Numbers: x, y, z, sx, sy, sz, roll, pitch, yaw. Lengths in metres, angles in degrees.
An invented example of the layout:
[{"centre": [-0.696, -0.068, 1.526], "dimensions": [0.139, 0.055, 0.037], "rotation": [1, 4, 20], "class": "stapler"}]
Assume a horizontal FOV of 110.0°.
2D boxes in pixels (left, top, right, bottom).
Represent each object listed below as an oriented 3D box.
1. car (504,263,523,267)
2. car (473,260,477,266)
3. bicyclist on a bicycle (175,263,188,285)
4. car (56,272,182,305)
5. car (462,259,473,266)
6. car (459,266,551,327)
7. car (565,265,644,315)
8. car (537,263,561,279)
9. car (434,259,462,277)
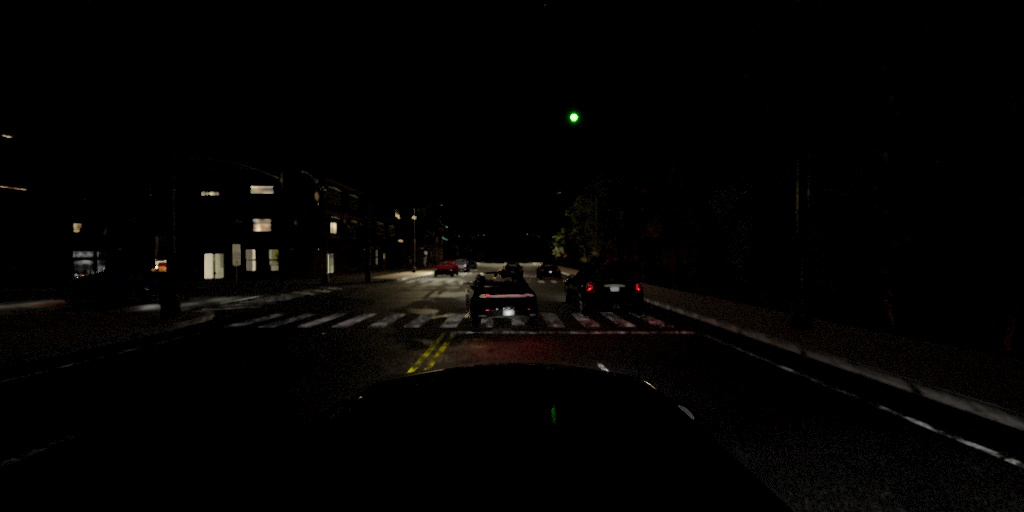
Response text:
[{"centre": [0.083, 1.355, 33.125], "dimensions": [1.994, 1.385, 4.181], "rotation": [0, 0, 0], "class": "car"}, {"centre": [-6.587, 1.373, 56.980], "dimensions": [2.033, 1.411, 5.357], "rotation": [0, 0, 0], "class": "car"}, {"centre": [-24.963, 1.378, 26.761], "dimensions": [0.582, 1.620, 1.656], "rotation": [-1, 1, -1], "class": "bicyclist on a bicycle"}, {"centre": [-19.727, 1.549, 18.141], "dimensions": [5.008, 1.535, 1.882], "rotation": [-1, 1, 0], "class": "car"}, {"centre": [-6.631, 1.162, 46.352], "dimensions": [2.097, 1.767, 4.553], "rotation": [0, 0, 0], "class": "car"}, {"centre": [-0.499, 1.255, 11.662], "dimensions": [2.128, 1.511, 4.902], "rotation": [0, 0, -10], "class": "car"}, {"centre": [3.355, 1.116, 13.818], "dimensions": [2.097, 1.767, 4.553], "rotation": [0, 0, 0], "class": "car"}, {"centre": [3.333, 1.355, 33.151], "dimensions": [1.994, 1.385, 4.181], "rotation": [0, 0, 0], "class": "car"}, {"centre": [-6.620, 1.274, 36.555], "dimensions": [1.882, 1.535, 5.008], "rotation": [0, 0, 0], "class": "car"}]
